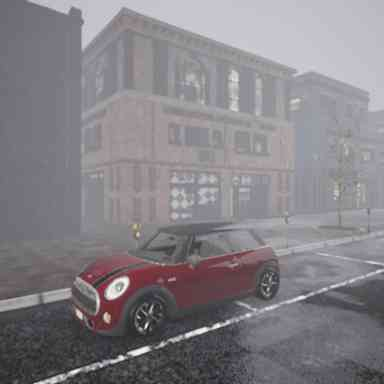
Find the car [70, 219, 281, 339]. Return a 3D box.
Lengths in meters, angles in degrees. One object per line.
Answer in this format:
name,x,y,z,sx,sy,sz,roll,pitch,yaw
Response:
car,-0.189,1.384,6.468,4.097,1.590,1.967,-1,2,-36
